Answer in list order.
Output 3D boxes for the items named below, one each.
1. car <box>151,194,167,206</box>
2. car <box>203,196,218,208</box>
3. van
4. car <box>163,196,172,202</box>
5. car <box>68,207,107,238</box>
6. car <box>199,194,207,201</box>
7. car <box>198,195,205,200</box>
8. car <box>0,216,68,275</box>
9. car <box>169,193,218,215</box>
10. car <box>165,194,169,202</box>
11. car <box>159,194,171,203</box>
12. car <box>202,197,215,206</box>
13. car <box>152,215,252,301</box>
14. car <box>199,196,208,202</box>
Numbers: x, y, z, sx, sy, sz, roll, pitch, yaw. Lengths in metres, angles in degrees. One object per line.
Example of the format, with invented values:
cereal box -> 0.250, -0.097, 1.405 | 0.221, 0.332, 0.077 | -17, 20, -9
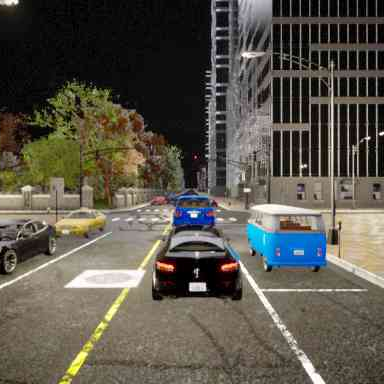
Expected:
car -> -5.697, 1.517, 54.286 | 1.887, 1.381, 4.507 | 0, 0, 0
car -> 2.685, 1.416, 48.610 | 1.967, 1.590, 4.097 | 0, 0, 0
van -> 2.773, 1.337, 10.484 | 1.690, 1.788, 3.998 | 0, 0, 0
car -> -5.701, 1.538, 77.017 | 1.802, 1.307, 4.206 | 0, 0, 0
car -> -5.820, 1.518, 17.716 | 1.752, 1.417, 4.829 | 0, 0, 0
car -> 2.680, 1.388, 82.696 | 1.967, 1.590, 4.097 | 0, 0, 0
car -> 2.678, 1.453, 94.232 | 1.752, 1.417, 4.829 | 0, 0, 0
car -> -5.770, 1.562, 10.481 | 1.947, 1.339, 4.313 | 0, 0, 0
car -> 0.098, 1.214, 18.559 | 2.150, 2.045, 5.566 | 0, 0, 0
car -> -5.698, 1.520, 59.969 | 2.008, 1.369, 4.403 | 0, 0, 0
car -> -5.699, 1.277, 71.335 | 2.192, 1.841, 5.009 | 0, 0, 0
car -> 2.684, 1.538, 54.290 | 1.947, 1.339, 4.313 | 0, 0, 0
car -> 0.102, 1.523, 8.209 | 1.812, 1.442, 4.674 | 0, 0, 0
car -> 2.680, 1.521, 77.015 | 1.947, 1.339, 4.313 | 0, 0, 0
